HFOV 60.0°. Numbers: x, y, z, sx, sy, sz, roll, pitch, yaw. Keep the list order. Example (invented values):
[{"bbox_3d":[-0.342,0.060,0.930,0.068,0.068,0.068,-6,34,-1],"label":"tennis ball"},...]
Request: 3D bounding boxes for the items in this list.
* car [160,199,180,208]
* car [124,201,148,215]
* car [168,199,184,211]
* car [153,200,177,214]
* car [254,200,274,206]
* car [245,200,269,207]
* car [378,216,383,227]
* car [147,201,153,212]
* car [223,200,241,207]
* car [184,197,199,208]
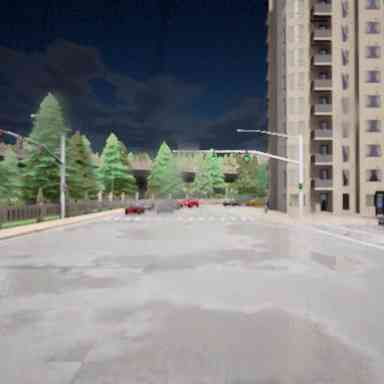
[{"bbox_3d":[-4.147,2.181,64.011,2.097,1.767,4.553,0,-1,21],"label":"car"},{"bbox_3d":[-7.042,2.135,41.166,1.895,1.301,4.718,0,-1,1],"label":"car"},{"bbox_3d":[-3.035,2.257,53.488,1.994,1.385,4.181,0,-1,6],"label":"car"},{"bbox_3d":[-3.493,2.130,43.654,1.994,1.385,4.181,0,-1,1],"label":"car"},{"bbox_3d":[16.665,2.550,77.135,4.181,1.385,1.994,0,-1,-24],"label":"car"},{"bbox_3d":[13.579,2.398,71.089,5.008,1.535,1.882,1,-1,-37],"label":"car"},{"bbox_3d":[15.375,1.856,22.775,4.892,1.490,1.837,0,-1,0],"label":"car"},{"bbox_3d":[-6.734,2.143,50.289,2.128,1.511,4.902,0,-1,4],"label":"car"},{"bbox_3d":[8.566,2.447,71.279,4.674,1.442,1.812,1,-1,-42],"label":"car"},{"bbox_3d":[-0.465,2.048,63.872,2.150,2.045,5.566,0,-1,24],"label":"car"}]
